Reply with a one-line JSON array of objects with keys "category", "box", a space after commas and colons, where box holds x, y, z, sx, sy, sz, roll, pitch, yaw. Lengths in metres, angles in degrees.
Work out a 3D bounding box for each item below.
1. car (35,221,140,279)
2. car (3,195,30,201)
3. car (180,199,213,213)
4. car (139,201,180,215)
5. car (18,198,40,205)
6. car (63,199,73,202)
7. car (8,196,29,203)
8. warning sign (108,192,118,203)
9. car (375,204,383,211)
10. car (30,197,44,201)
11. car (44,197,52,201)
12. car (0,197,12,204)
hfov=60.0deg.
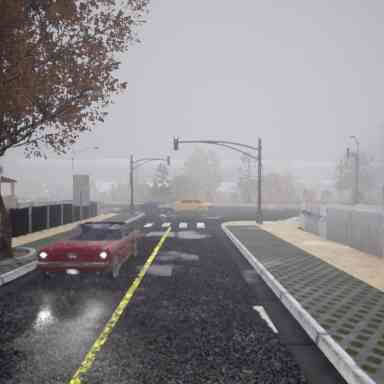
[{"category": "car", "box": [-2.845, 1.596, 10.132, 1.895, 1.301, 4.718, 0, 0, 0]}, {"category": "car", "box": [-30.369, 1.607, 56.287, 5.566, 2.045, 2.150, -1, 1, 36]}, {"category": "car", "box": [0.112, 1.501, 38.108, 5.008, 1.535, 1.882, -1, 1, 36]}, {"category": "car", "box": [-3.806, 1.707, 35.761, 2.033, 1.411, 5.357, 1, -1, -34]}, {"category": "car", "box": [-32.380, 1.812, 65.858, 4.718, 1.301, 1.895, -1, 2, 36]}, {"category": "car", "box": [-16.235, 1.763, 45.973, 4.892, 1.490, 1.837, 0, 2, 36]}, {"category": "car", "box": [-38.968, 1.608, 74.651, 4.902, 1.511, 2.128, -1, 2, 36]}, {"category": "warning sign", "box": [-14.250, 0.993, 60.238, 1.060, 1.860, 1.300, 2, 1, 36]}, {"category": "car", "box": [18.506, 1.289, 29.017, 4.674, 1.442, 1.812, 0, 2, 37]}, {"category": "car", "box": [-29.289, 1.773, 59.552, 4.902, 1.511, 2.128, -1, 2, 37]}, {"category": "car", "box": [-30.863, 1.656, 68.768, 4.181, 1.385, 1.994, -1, 2, 36]}, {"category": "car", "box": [-41.085, 1.855, 72.180, 4.181, 1.385, 1.994, -1, 2, 36]}]
